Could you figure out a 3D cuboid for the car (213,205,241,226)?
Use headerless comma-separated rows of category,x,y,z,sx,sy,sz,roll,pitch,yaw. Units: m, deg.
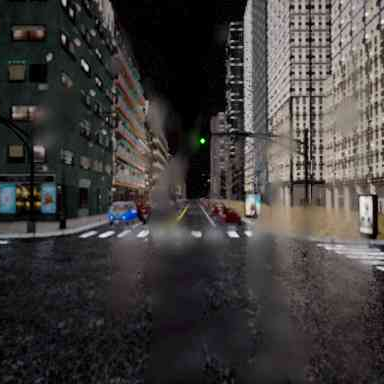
car,2.895,1.921,26.404,1.802,1.307,4.206,0,-1,0

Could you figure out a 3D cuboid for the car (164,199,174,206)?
car,-5.137,2.453,76.208,1.967,1.590,4.097,0,-1,0

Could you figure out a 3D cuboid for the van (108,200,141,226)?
van,-5.484,1.689,26.466,1.690,1.788,3.998,0,-1,0

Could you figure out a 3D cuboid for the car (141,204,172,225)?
car,-2.913,1.925,27.632,1.994,1.385,4.181,0,-1,-2

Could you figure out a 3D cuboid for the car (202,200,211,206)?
car,3.242,2.585,76.147,1.802,1.307,4.206,0,-1,0

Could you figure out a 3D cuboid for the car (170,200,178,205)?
car,-5.022,2.809,92.787,1.947,1.339,4.313,0,-1,0

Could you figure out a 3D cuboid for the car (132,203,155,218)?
car,-5.408,2.037,37.518,1.887,1.381,4.507,0,-1,0

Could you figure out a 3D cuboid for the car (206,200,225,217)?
car,2.973,1.923,37.460,1.967,1.590,4.097,0,-1,0

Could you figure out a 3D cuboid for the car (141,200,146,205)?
car,-5.445,1.735,31.994,2.192,1.841,5.009,0,-1,0

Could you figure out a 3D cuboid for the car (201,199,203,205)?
car,3.165,2.403,65.093,2.008,1.369,4.403,0,-1,0

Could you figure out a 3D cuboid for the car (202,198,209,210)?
car,3.089,2.143,54.041,1.967,1.590,4.097,0,-1,0

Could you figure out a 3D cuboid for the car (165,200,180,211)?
car,-2.742,2.227,47.898,1.895,1.301,4.718,0,-1,1

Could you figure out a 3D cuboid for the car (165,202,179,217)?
car,-2.823,2.094,37.747,1.895,1.301,4.718,0,-1,0

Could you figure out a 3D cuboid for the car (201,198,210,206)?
car,3.282,2.394,81.677,2.192,1.841,5.009,0,-1,0
